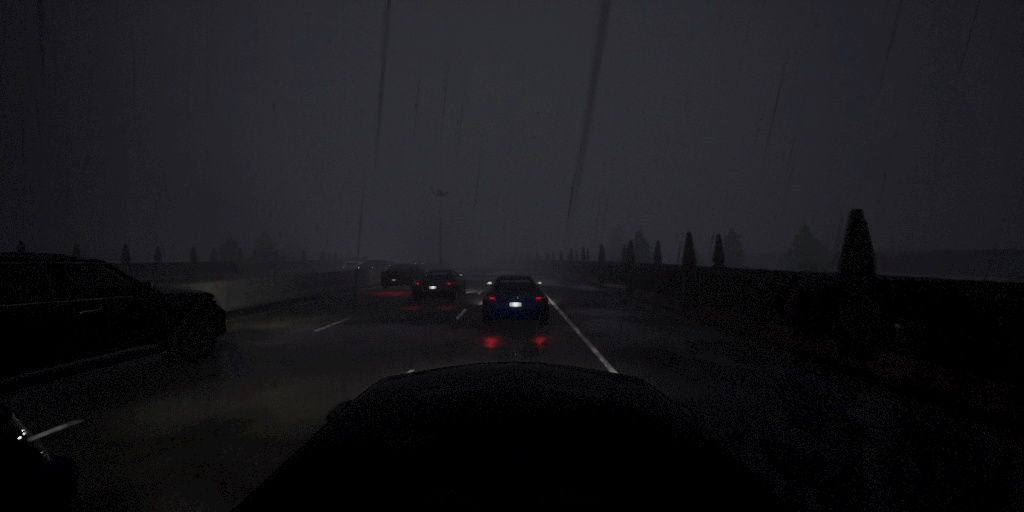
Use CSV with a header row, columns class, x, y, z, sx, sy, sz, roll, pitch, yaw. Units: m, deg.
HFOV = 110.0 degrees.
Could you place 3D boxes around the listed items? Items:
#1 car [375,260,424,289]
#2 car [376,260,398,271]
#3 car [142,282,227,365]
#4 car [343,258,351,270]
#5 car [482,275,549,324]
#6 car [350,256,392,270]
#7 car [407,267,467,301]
class,x,y,z,sx,sy,sz,roll,pitch,yaw
car,-6.900,1.253,23.409,1.882,1.535,5.008,0,0,0
car,-18.107,1.372,52.244,1.837,1.490,4.892,0,0,-5
car,-6.899,0.972,4.909,2.150,2.045,5.566,0,0,0
car,-21.356,1.078,49.708,2.150,2.045,5.566,0,0,-3
car,0.100,1.321,11.980,1.994,1.385,4.181,0,0,0
car,-14.118,1.160,36.454,2.097,1.767,4.553,0,0,0
car,-3.399,1.327,17.414,1.994,1.385,4.181,0,0,0
